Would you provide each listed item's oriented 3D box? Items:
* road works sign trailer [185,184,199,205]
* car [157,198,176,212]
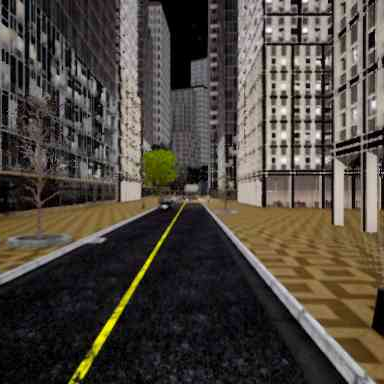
[{"bbox_3d":[-0.008,0.367,57.666,2.380,3.560,2.880,0,0,0],"label":"road works sign trailer"},{"bbox_3d":[-2.845,1.410,37.985,2.128,1.511,4.902,0,0,0],"label":"car"}]
